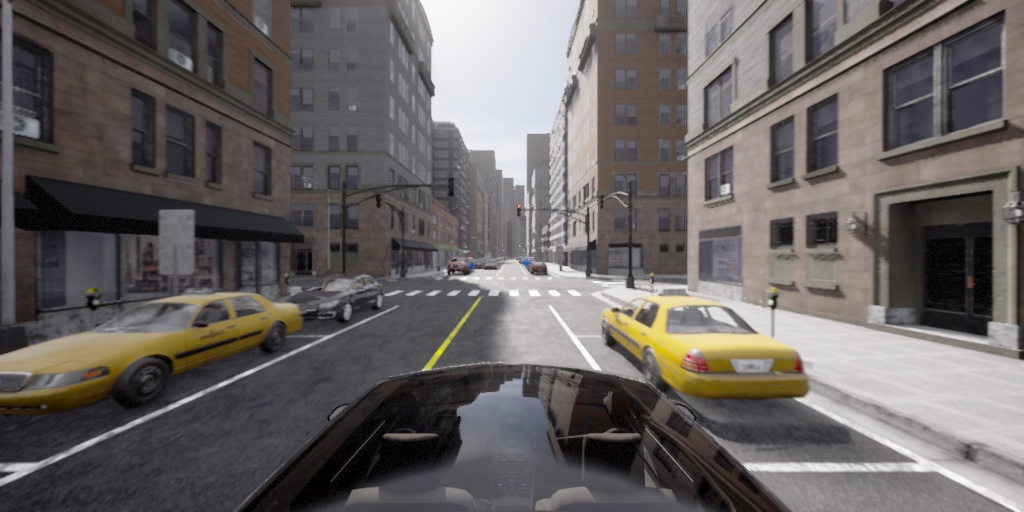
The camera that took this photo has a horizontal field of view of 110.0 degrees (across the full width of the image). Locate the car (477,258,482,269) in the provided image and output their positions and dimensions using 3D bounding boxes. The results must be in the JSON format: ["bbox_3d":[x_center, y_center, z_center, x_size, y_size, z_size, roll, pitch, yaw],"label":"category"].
[{"bbox_3d":[-5.665,1.148,55.217,1.967,1.591,4.097,0,0,0],"label":"car"}]

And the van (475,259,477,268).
[{"bbox_3d":[-5.666,1.056,44.214,1.690,1.789,3.998,0,0,0],"label":"van"}]

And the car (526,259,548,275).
[{"bbox_3d":[2.860,1.264,38.712,1.888,1.381,4.507,0,0,0],"label":"car"}]

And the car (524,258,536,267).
[{"bbox_3d":[2.860,1.281,44.213,1.948,1.339,4.313,0,0,0],"label":"car"}]

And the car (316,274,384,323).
[{"bbox_3d":[-5.668,1.290,11.939,2.007,1.370,4.403,0,0,0],"label":"car"}]

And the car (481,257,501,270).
[{"bbox_3d":[-2.997,1.271,50.950,1.837,1.490,4.892,0,2,0],"label":"car"}]

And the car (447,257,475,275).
[{"bbox_3d":[-5.666,1.034,38.713,2.192,1.841,5.009,0,0,0],"label":"car"}]

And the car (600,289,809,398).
[{"bbox_3d":[2.857,1.270,6.583,1.751,1.417,4.829,0,0,0],"label":"car"}]

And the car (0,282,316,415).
[{"bbox_3d":[-5.668,1.271,6.244,1.751,1.417,4.829,0,0,0],"label":"car"}]

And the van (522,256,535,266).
[{"bbox_3d":[2.860,1.049,55.216,1.690,1.789,3.998,0,0,0],"label":"van"}]
